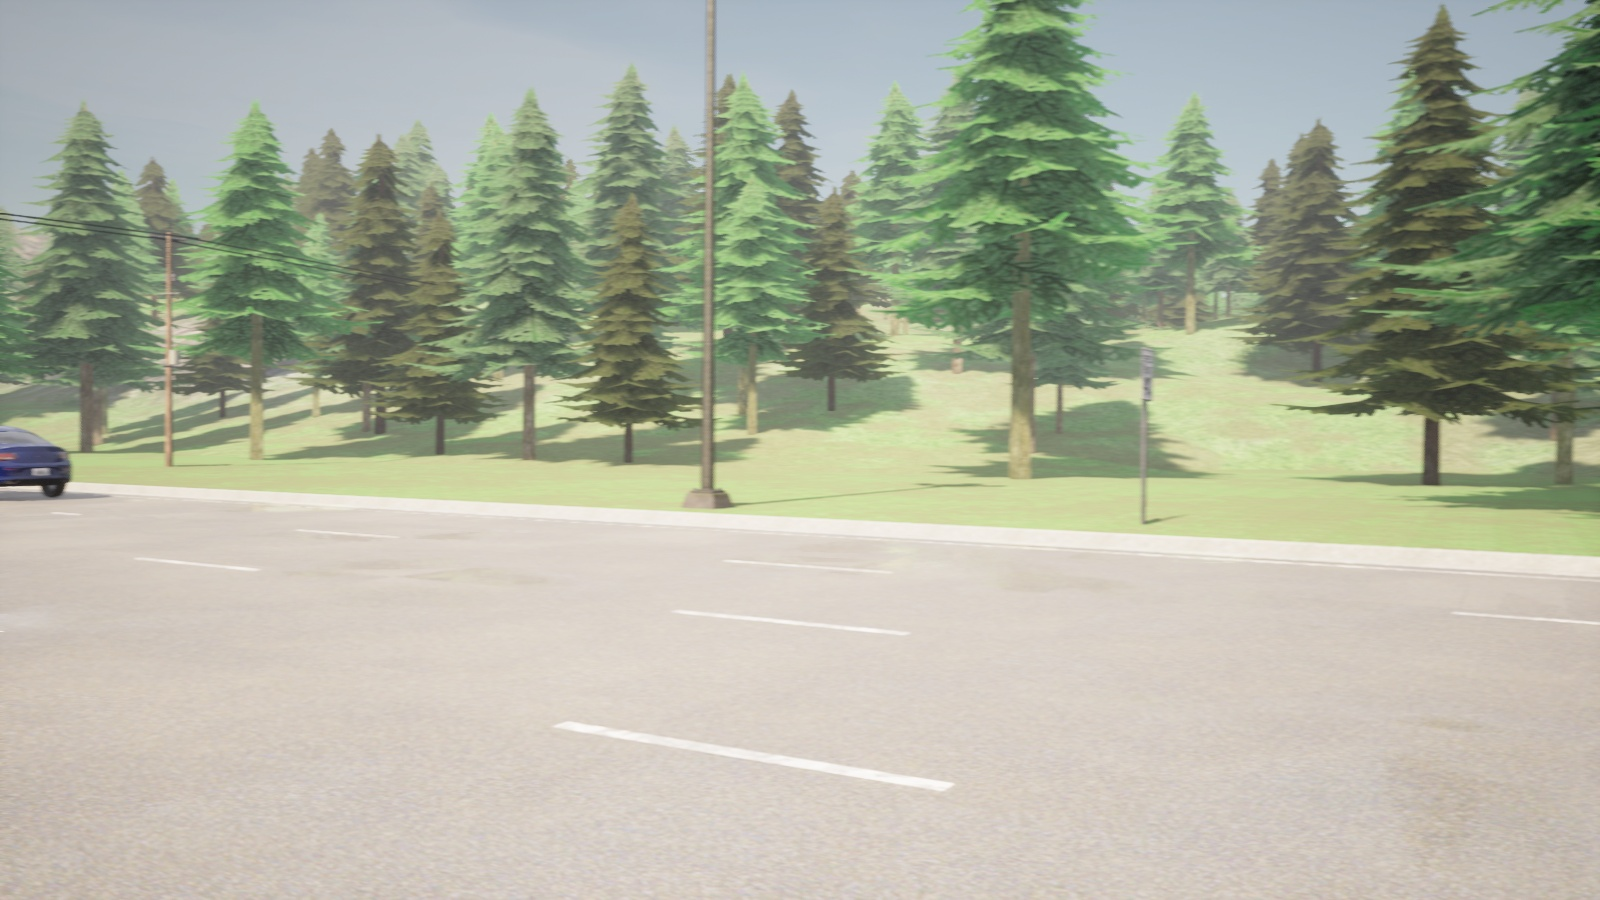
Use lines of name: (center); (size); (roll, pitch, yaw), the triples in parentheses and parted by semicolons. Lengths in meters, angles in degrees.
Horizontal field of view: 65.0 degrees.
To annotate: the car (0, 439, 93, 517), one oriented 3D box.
car: (-16.528, 0.519, 25.333); (4.674, 1.442, 1.812); (0, 1, 30)
